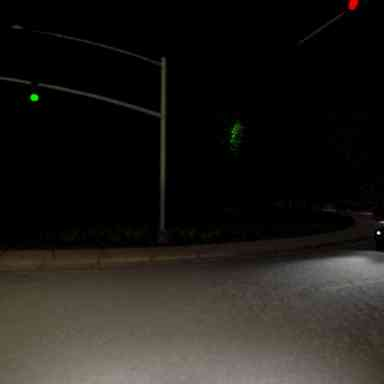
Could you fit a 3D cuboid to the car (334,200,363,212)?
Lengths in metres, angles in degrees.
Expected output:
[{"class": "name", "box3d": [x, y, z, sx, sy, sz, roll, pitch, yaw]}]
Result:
[{"class": "car", "box3d": [23.211, 2.004, 49.556, 2.097, 1.767, 4.553, 1, -1, -12]}]

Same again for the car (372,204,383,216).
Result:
[{"class": "car", "box3d": [19.122, 1.954, 32.429, 1.837, 1.490, 4.892, 0, -1, 12]}]

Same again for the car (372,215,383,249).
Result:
[{"class": "car", "box3d": [9.740, 1.800, 14.746, 4.718, 1.301, 1.895, 1, -1, -45]}]

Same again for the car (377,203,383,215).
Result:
[{"class": "car", "box3d": [23.899, 2.060, 39.339, 1.837, 1.490, 4.892, 0, -1, 7]}]
